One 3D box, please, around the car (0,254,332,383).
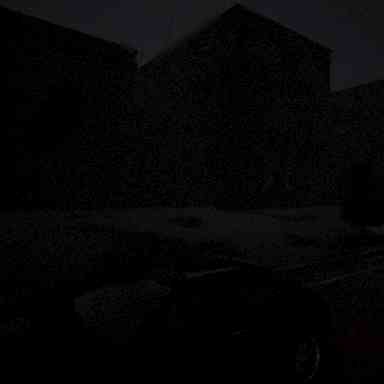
[{"bbox_3d":[-0.273,1.528,3.754,4.674,1.442,1.812,0,0,-36],"label":"car"}]
